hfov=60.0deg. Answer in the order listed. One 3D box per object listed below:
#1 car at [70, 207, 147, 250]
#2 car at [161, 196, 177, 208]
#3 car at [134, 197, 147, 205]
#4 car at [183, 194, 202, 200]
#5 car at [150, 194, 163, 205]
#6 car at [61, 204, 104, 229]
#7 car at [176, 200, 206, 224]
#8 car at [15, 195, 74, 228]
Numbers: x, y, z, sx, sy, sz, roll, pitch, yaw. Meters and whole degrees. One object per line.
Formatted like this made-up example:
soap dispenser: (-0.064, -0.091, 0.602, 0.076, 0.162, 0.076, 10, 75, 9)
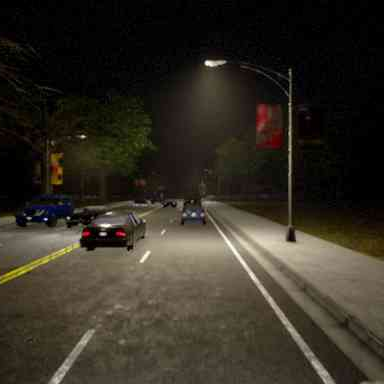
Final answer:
car: (-3.152, 1.552, 14.282, 2.033, 1.411, 5.357, 0, 0, 0)
car: (-3.155, 1.689, 49.417, 1.895, 1.301, 4.718, 0, 0, 0)
car: (-9.773, 1.706, 63.435, 1.994, 1.385, 4.181, 0, 0, 0)
car: (0.061, 1.292, 42.959, 2.150, 2.045, 5.566, 0, 0, 0)
car: (-6.522, 1.365, 62.974, 2.150, 2.045, 5.566, 0, 0, 0)
car: (-6.601, 1.617, 21.848, 1.895, 1.301, 4.718, 0, 0, 0)
car: (0.097, 1.570, 24.660, 2.033, 1.411, 5.357, 0, 0, 0)
car: (-9.851, 1.240, 22.884, 2.150, 2.045, 5.566, 0, 0, 0)
